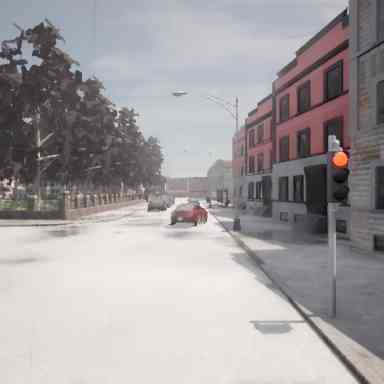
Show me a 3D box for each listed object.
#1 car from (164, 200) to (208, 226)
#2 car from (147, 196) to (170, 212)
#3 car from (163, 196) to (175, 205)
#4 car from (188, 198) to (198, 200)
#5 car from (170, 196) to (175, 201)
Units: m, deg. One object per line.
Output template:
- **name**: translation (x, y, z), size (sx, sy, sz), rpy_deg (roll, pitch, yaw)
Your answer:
- **car**: translation (-0.164, 1.526, 23.201), size (1.812, 1.442, 4.674), rpy_deg (1, 0, 15)
- **car**: translation (-4.080, 1.477, 39.323), size (1.882, 1.535, 5.008), rpy_deg (0, 0, 0)
- **car**: translation (-4.039, 1.505, 59.622), size (1.837, 1.490, 4.892), rpy_deg (0, 0, 0)
- **car**: translation (0.126, 1.547, 49.253), size (2.033, 1.411, 5.357), rpy_deg (0, 0, 0)
- **car**: translation (-4.074, 1.547, 49.223), size (2.033, 1.411, 5.357), rpy_deg (0, 0, 0)
